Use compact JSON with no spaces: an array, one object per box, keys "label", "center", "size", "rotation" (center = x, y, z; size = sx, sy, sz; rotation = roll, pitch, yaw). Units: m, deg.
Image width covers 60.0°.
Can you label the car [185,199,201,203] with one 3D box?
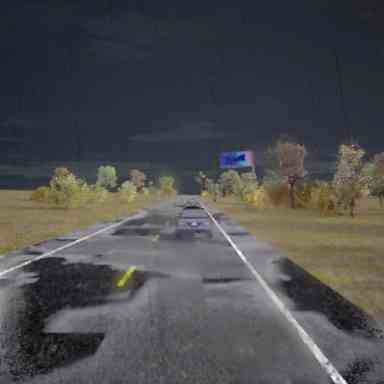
[{"label":"car","center":[0.125,1.570,42.577],"size":[2.033,1.411,5.357],"rotation":[0,0,0]}]

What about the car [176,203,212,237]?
[{"label":"car","center":[0.111,1.554,18.037],"size":[2.033,1.411,5.357],"rotation":[0,0,0]}]
